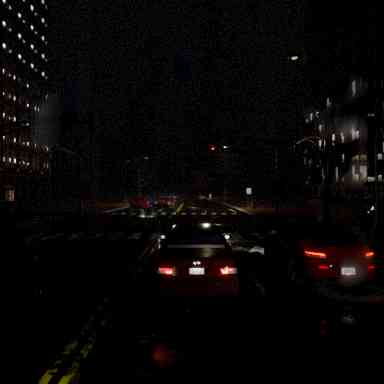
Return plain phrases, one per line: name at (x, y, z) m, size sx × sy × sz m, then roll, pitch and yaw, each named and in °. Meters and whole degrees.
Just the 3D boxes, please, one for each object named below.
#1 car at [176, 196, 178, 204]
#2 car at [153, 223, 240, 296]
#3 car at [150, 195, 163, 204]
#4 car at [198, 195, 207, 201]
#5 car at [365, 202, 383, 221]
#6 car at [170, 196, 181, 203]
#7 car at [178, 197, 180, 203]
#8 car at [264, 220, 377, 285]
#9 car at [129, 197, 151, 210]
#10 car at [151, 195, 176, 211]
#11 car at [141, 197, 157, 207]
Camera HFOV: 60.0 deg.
car at (-3.413, 1.455, 49.457) m, size 1.837 × 1.490 × 4.892 m, roll 0°, pitch 0°, yaw 0°
car at (0.088, 1.544, 8.814) m, size 2.033 × 1.411 × 5.357 m, roll 0°, pitch 0°, yaw 0°
car at (-6.674, 1.427, 62.472) m, size 1.837 × 1.490 × 4.892 m, roll 0°, pitch 0°, yaw 0°
car at (2.529, 1.391, 82.793) m, size 1.812 × 1.442 × 4.674 m, roll 0°, pitch 0°, yaw -4°
car at (16.986, 1.279, 26.653) m, size 5.566 × 2.045 × 2.150 m, roll 0°, pitch 0°, yaw 3°
car at (-3.433, 1.471, 69.111) m, size 1.994 × 1.385 × 4.181 m, roll 0°, pitch 0°, yaw -1°
car at (-3.418, 1.421, 59.077) m, size 2.128 × 1.511 × 4.902 m, roll 0°, pitch 0°, yaw 0°
car at (3.336, 1.522, 9.398) m, size 1.812 × 1.442 × 4.674 m, roll 0°, pitch 0°, yaw 0°
car at (-6.657, 1.441, 42.187) m, size 1.882 × 1.535 × 5.008 m, roll 0°, pitch 0°, yaw 0°
car at (-3.402, 1.319, 40.565) m, size 2.097 × 1.767 × 4.553 m, roll 0°, pitch 0°, yaw 0°
car at (-6.670, 1.470, 52.107) m, size 1.812 × 1.442 × 4.674 m, roll 0°, pitch 0°, yaw 0°
